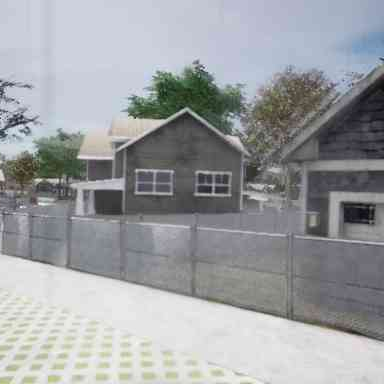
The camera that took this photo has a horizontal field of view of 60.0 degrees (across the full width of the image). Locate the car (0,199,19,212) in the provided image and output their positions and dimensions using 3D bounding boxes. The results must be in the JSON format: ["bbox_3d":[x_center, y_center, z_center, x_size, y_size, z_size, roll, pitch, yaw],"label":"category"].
[{"bbox_3d":[-23.515,1.776,41.742,2.097,1.767,4.553,2,-1,-7],"label":"car"}]
